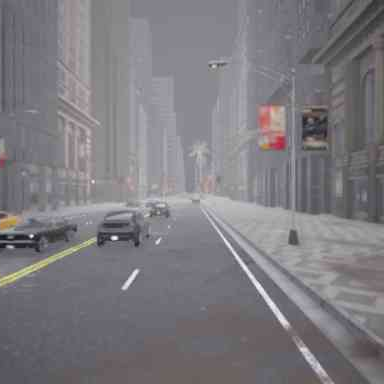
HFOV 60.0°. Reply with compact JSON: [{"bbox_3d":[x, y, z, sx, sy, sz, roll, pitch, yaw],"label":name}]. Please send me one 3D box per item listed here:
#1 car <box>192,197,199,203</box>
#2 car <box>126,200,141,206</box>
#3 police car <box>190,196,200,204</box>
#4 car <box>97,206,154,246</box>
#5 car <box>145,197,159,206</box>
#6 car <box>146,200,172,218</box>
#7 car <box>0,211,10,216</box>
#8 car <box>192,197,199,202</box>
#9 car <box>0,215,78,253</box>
[{"bbox_3d":[1.005,2.136,88.786,1.812,1.442,4.674,0,0,0],"label":"car"},{"bbox_3d":[-9.777,1.975,55.676,1.994,1.385,4.181,0,0,1],"label":"car"},{"bbox_3d":[1.002,1.978,78.897,1.930,1.638,5.238,0,0,0],"label":"police car"},{"bbox_3d":[-3.143,1.630,15.939,1.837,1.490,4.892,0,0,0],"label":"car"},{"bbox_3d":[-6.531,1.973,55.279,1.994,1.385,4.181,0,0,1],"label":"car"},{"bbox_3d":[-3.137,1.785,33.478,1.812,1.442,4.674,0,0,0],"label":"car"},{"bbox_3d":[-9.843,1.597,15.268,1.882,1.535,5.008,0,0,0],"label":"car"},{"bbox_3d":[1.007,2.169,94.787,1.812,1.442,4.674,0,0,0],"label":"car"},{"bbox_3d":[-6.595,1.713,14.316,1.895,1.301,4.718,0,0,0],"label":"car"}]
